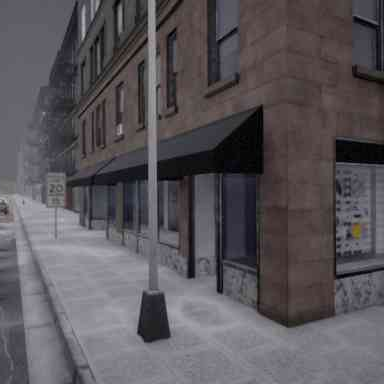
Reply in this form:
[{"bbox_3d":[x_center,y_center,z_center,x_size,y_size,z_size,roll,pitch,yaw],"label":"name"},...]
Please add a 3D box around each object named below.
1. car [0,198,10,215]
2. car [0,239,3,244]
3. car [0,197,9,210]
[{"bbox_3d":[-19.389,1.481,33.265,2.128,1.511,4.902,0,0,-28],"label":"car"},{"bbox_3d":[-5.137,1.505,6.961,1.837,1.490,4.892,0,0,-29],"label":"car"},{"bbox_3d":[-24.410,1.459,42.406,1.882,1.535,5.008,0,0,-28],"label":"car"}]
